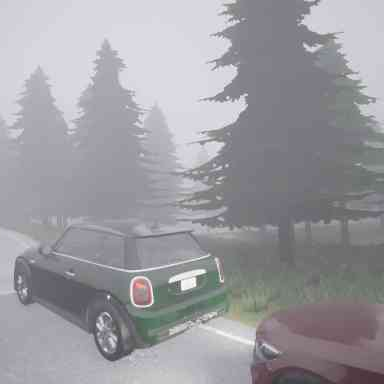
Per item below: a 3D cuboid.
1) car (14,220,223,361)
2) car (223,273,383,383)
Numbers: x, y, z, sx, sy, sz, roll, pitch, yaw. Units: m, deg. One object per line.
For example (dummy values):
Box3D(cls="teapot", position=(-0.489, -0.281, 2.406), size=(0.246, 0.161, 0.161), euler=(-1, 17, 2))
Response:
Box3D(cls="car", position=(-1.578, 1.308, 6.216), size=(4.553, 1.767, 2.097), euler=(1, 1, 44))
Box3D(cls="car", position=(2.751, 1.531, 2.595), size=(4.674, 1.442, 1.812), euler=(1, 0, 36))
